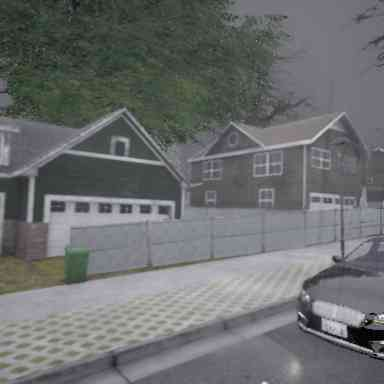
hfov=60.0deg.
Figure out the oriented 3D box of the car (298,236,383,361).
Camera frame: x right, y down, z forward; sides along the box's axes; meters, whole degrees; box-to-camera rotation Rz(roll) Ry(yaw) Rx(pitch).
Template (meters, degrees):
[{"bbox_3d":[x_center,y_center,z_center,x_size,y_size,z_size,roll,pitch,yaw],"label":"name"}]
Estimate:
[{"bbox_3d":[3.878,1.568,5.947,4.902,1.511,2.128,0,-1,-37],"label":"car"}]
